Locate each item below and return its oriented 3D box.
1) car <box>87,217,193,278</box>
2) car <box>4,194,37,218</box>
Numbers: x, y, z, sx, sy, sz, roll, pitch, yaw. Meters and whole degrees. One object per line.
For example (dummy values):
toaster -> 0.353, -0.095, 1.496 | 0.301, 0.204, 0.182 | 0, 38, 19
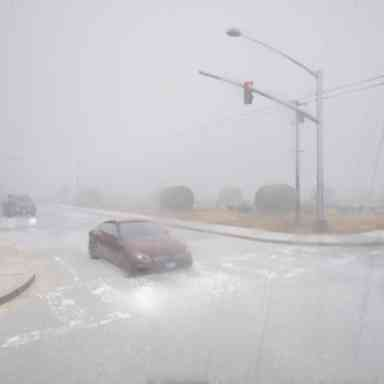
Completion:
car -> -1.845, 1.548, 10.335 | 1.812, 1.442, 4.674 | -1, 1, -35
car -> -15.889, 1.293, 30.629 | 2.150, 2.045, 5.566 | -1, 2, -35
